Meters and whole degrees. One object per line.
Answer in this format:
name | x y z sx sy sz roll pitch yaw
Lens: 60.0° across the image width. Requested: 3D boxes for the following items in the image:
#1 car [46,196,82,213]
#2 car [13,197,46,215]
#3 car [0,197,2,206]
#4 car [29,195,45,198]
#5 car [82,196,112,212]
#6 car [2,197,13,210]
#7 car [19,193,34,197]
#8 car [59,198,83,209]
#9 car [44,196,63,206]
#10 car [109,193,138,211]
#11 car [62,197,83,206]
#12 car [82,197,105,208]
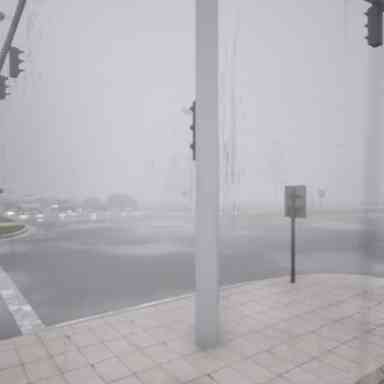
car | -14.440 1.538 37.117 2.033 1.411 5.357 0 0 -36
car | -17.024 1.520 34.723 1.812 1.442 4.674 0 0 -36
car | -28.526 1.500 50.547 1.837 1.490 4.892 0 0 -36
car | -20.341 1.496 45.220 1.837 1.490 4.892 0 0 -36
car | -11.493 1.492 39.014 1.837 1.490 4.892 0 0 -36
car | -22.423 1.596 42.132 1.895 1.301 4.718 0 0 -36
car | -26.621 1.213 53.892 2.150 2.045 5.566 0 0 -36
car | -16.903 1.588 46.442 1.895 1.301 4.718 0 0 -36
car | -22.742 1.493 54.506 1.837 1.490 4.892 0 0 -36
car | -8.672 1.205 41.089 2.150 2.045 5.566 0 0 -36
car | -20.808 1.532 57.820 2.033 1.411 5.357 0 0 -36
car | -14.651 1.489 49.302 1.837 1.490 4.892 0 0 -36
